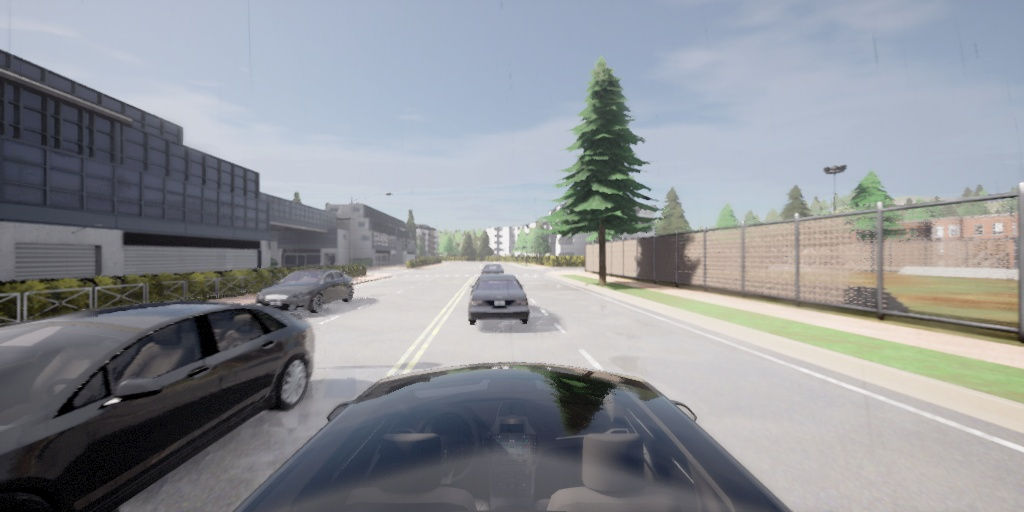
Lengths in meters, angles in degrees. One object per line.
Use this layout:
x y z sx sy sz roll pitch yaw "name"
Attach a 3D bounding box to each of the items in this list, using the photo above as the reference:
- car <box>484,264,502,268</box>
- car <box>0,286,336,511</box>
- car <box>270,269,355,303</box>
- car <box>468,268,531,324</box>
-1.500 1.322 28.501 2.033 1.411 5.357 0 0 -4 "car"
-3.726 1.269 3.301 1.837 1.490 4.892 0 0 -1 "car"
-7.800 1.277 14.024 2.128 1.511 4.902 0 0 -4 "car"
-0.484 1.307 12.103 2.033 1.411 5.357 0 0 -3 "car"
